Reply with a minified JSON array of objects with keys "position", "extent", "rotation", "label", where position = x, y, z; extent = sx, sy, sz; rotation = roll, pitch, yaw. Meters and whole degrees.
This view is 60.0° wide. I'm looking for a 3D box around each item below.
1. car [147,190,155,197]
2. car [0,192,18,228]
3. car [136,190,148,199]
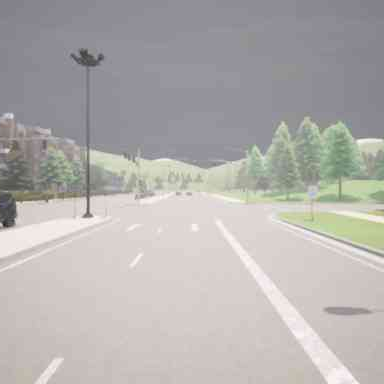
[{"position":[-12.100,0.369,91.668],"extent":[2.150,2.045,5.566],"rotation":[0,1,-1],"label":"car"},{"position":[-11.504,1.040,17.664],"extent":[2.150,2.045,5.566],"rotation":[0,0,0],"label":"car"},{"position":[-11.860,0.842,76.129],"extent":[1.994,1.385,4.181],"rotation":[0,1,-1],"label":"car"}]
